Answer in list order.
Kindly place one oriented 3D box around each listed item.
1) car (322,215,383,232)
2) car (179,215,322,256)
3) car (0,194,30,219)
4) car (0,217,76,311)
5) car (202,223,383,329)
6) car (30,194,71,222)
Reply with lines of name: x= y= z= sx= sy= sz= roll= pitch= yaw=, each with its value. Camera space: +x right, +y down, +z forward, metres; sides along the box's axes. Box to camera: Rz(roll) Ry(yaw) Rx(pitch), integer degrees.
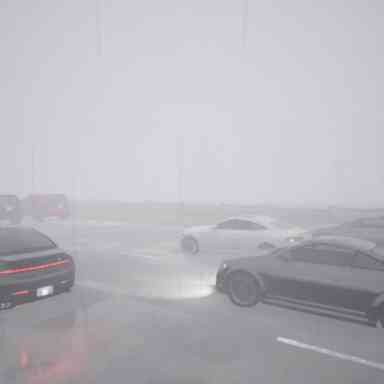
car: x=6.522 y=1.559 z=12.239 sx=4.181 sy=1.385 sz=1.994 roll=0 pitch=0 yaw=36
car: x=1.704 y=1.509 z=11.362 sx=4.674 sy=1.442 sz=1.812 roll=0 pitch=0 yaw=35
car: x=-13.500 y=1.142 z=22.230 sx=5.566 sy=2.045 sz=2.150 roll=0 pitch=0 yaw=36
car: x=-4.551 y=1.479 z=7.243 sx=4.892 sy=1.490 sz=1.837 roll=0 pitch=0 yaw=36
car: x=2.546 y=1.559 z=6.476 sx=4.181 sy=1.385 sz=1.994 roll=0 pitch=0 yaw=36
car: x=-11.461 y=1.142 z=25.077 sx=5.566 sy=2.045 sz=2.150 roll=0 pitch=0 yaw=36
